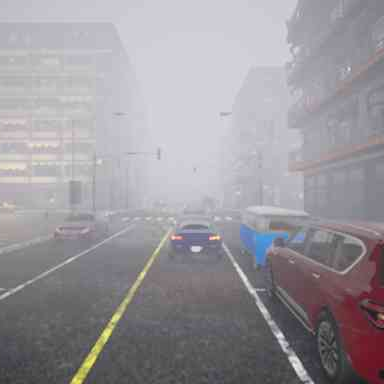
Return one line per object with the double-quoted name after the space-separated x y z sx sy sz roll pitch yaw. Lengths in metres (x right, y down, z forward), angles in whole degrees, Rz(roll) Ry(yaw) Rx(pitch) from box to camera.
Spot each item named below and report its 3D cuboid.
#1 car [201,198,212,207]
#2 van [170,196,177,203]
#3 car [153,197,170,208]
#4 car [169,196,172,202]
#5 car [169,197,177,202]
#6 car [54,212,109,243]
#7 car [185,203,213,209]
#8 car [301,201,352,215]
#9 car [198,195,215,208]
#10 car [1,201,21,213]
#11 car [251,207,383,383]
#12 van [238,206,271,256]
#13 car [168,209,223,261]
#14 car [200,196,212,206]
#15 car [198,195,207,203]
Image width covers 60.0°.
2.641 1.839 60.266 1.752 1.417 4.829 1 0 0 "car"
-5.209 1.862 87.867 1.690 1.788 3.998 1 -1 0 "van"
-5.245 1.848 54.499 1.947 1.339 4.313 1 0 0 "car"
-5.239 1.878 60.060 1.947 1.339 4.313 1 0 0 "car"
-5.208 2.129 93.431 2.008 1.369 4.403 1 -1 0 "car"
-5.285 1.662 16.419 1.802 1.307 4.206 1 0 0 "car"
0.131 1.676 22.337 1.994 1.385 4.181 0 0 0 "car"
13.778 1.607 34.245 4.403 1.369 2.008 0 -1 0 "car"
2.639 1.597 54.538 2.192 1.841 5.009 1 0 0 "car"
-24.403 1.895 42.253 4.829 1.417 1.752 0 -1 0 "car"
2.556 1.340 5.295 2.192 1.841 5.009 1 0 0 "car"
2.561 1.393 10.826 1.690 1.788 3.998 1 0 0 "van"
0.112 1.586 12.484 1.812 1.442 4.674 0 0 0 "car"
2.649 1.661 65.662 2.192 1.841 5.009 1 0 0 "car"
2.670 1.837 87.895 2.192 1.841 5.009 1 -1 0 "car"
